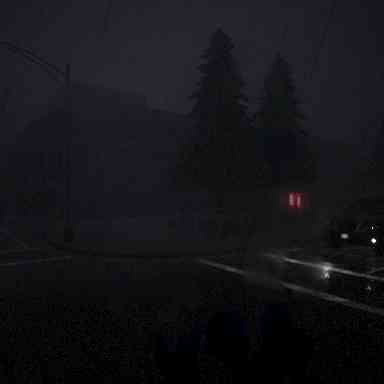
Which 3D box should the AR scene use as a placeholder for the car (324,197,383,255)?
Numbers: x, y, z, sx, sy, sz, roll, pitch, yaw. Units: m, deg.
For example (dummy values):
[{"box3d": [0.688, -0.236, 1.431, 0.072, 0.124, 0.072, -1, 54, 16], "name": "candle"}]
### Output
[{"box3d": [7.762, 1.248, 13.710, 5.566, 2.045, 2.150, 0, 0, -36], "name": "car"}]
